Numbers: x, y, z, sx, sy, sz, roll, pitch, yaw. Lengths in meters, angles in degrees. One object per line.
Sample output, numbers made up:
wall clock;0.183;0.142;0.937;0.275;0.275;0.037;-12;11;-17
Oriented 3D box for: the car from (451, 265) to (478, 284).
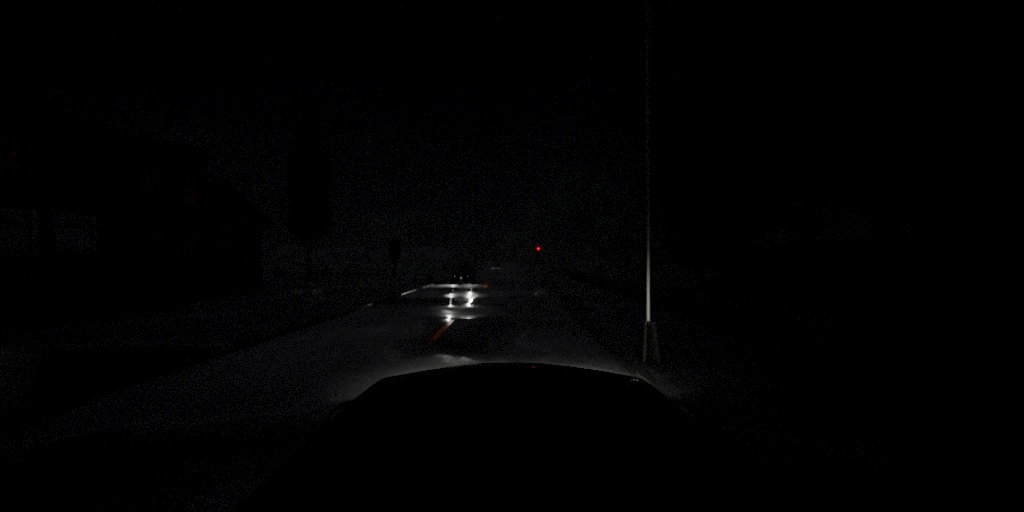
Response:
car;-4.009;1.536;30.578;1.837;1.490;4.892;0;-1;0
